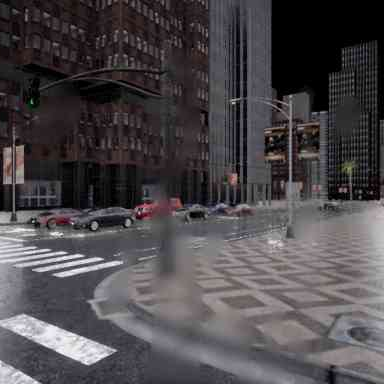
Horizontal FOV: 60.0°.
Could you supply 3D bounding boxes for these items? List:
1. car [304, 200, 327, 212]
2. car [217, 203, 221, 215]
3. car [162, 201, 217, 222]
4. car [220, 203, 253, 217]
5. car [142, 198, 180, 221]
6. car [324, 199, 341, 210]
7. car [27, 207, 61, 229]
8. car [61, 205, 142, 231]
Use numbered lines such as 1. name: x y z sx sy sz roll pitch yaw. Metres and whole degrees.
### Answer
1. car: 19.350 2.371 52.712 2.033 1.411 5.357 0 -1 35
2. car: 3.135 2.063 41.207 1.812 1.442 4.674 0 -1 35
3. car: -0.134 1.883 30.887 2.128 1.511 4.902 0 -1 35
4. car: 5.574 2.061 39.013 1.812 1.442 4.674 0 -1 35
5. car: -3.157 1.599 32.239 2.150 2.045 5.566 0 -1 35
6. car: 26.071 2.507 62.283 1.837 1.490 4.892 0 -1 35
7. car: -9.271 1.787 23.497 1.994 1.385 4.181 0 -1 36
8. car: -5.982 1.748 22.542 1.837 1.490 4.892 0 -1 35
